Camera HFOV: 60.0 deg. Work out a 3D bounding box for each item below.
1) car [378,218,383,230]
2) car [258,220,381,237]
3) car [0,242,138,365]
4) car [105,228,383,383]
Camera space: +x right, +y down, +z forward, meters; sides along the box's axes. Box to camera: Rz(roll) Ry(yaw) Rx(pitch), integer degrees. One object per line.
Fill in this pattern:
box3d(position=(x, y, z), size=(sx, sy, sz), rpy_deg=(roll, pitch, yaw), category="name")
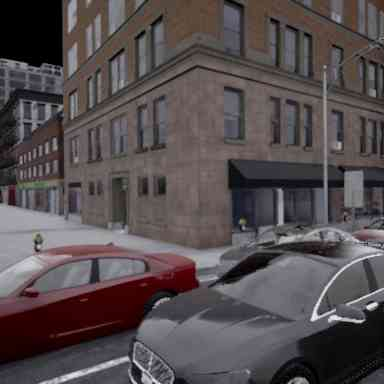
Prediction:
box3d(position=(7.128, 1.547, 11.611), size=(4.206, 1.307, 1.802), rpy_deg=(0, -1, -35), category="car")
box3d(position=(2.580, 1.531, 8.374), size=(4.403, 1.369, 2.008), rpy_deg=(0, 0, -35), category="car")
box3d(position=(-1.968, 1.541, 5.136), size=(4.507, 1.381, 1.887), rpy_deg=(0, 0, -35), category="car")
box3d(position=(1.562, 1.494, 4.483), size=(4.892, 1.490, 1.837), rpy_deg=(0, 0, -35), category="car")
